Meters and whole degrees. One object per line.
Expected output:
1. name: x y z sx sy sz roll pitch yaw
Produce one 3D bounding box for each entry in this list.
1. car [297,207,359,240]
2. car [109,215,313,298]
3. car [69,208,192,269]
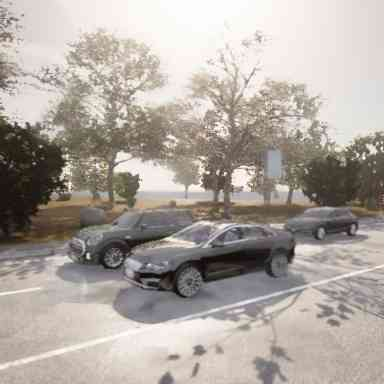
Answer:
1. car: 6.817 1.563 17.373 4.892 1.490 1.837 0 0 -36
2. car: 0.648 1.507 8.655 4.902 1.511 2.128 0 0 -35
3. car: -1.709 1.367 11.265 4.553 1.767 2.097 0 0 -36
